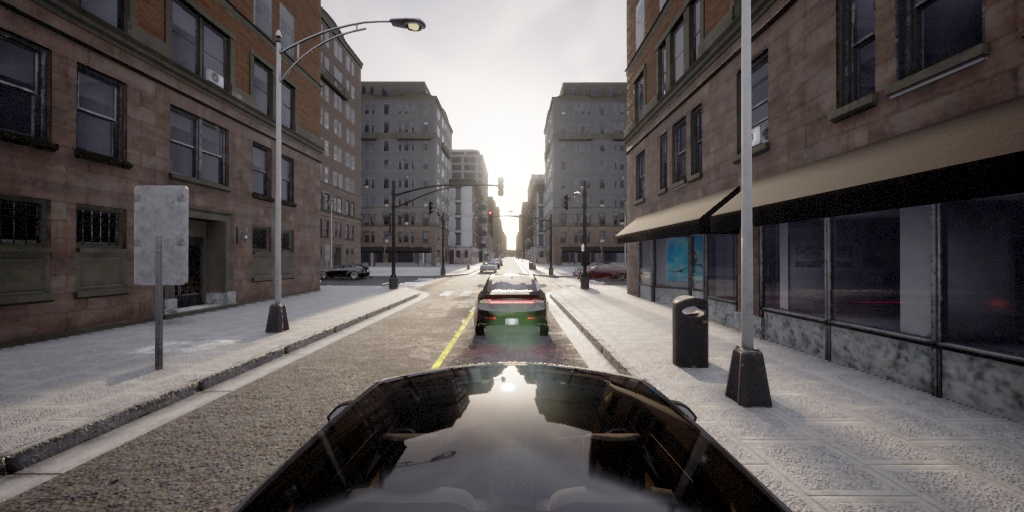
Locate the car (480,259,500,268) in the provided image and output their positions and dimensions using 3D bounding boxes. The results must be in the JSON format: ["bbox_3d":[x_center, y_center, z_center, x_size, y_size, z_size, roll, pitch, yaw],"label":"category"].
[{"bbox_3d":[-2.853,1.325,43.688,1.895,1.301,4.718,0,0,0],"label":"car"}]

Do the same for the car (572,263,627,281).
[{"bbox_3d":[7.197,1.275,28.859,4.674,1.442,1.812,0,0,-2],"label":"car"}]

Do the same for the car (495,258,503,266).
[{"bbox_3d":[-2.845,1.184,56.022,1.882,1.535,5.008,0,0,0],"label":"car"}]

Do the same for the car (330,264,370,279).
[{"bbox_3d":[-14.768,1.329,31.558,4.313,1.339,1.948,0,0,0],"label":"car"}]

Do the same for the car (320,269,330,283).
[{"bbox_3d":[-14.773,1.289,23.532,4.313,1.339,1.948,0,0,0],"label":"car"}]

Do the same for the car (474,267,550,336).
[{"bbox_3d":[-0.001,1.241,10.388,2.128,1.511,4.902,0,0,0],"label":"car"}]
